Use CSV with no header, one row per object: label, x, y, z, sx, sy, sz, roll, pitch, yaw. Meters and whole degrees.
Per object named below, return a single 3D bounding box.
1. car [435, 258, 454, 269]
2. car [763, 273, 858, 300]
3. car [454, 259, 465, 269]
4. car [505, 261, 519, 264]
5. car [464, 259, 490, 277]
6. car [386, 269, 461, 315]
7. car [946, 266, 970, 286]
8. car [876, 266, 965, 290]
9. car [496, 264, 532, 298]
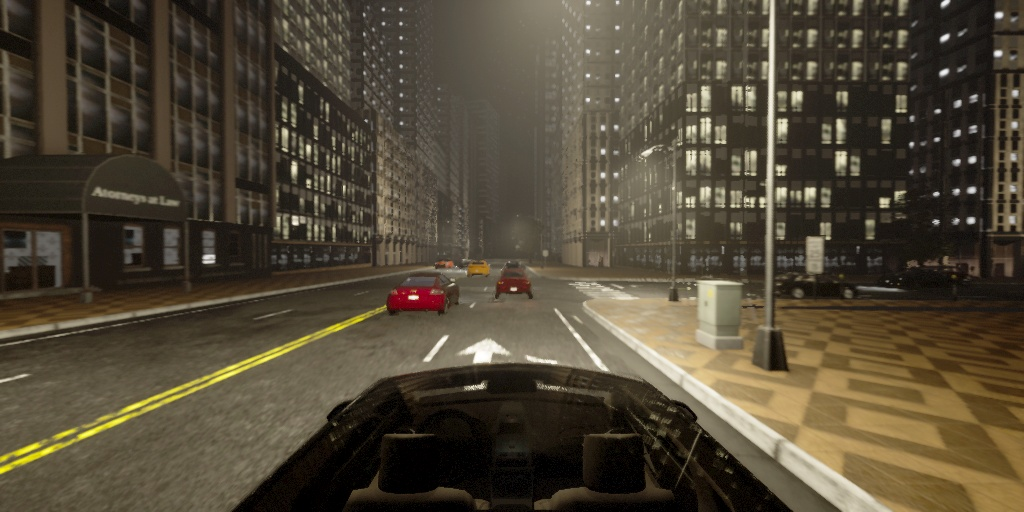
car,-9.826,1.082,52.155,2.097,1.767,4.553,0,0,0
car,15.906,1.570,19.195,4.403,1.370,2.007,0,0,-1
car,-6.579,1.222,52.073,2.128,1.511,4.902,0,0,0
car,0.082,1.299,40.440,1.994,1.385,4.181,0,0,0
car,-3.169,1.210,34.941,1.882,1.535,5.008,0,0,0
car,-3.155,1.325,13.489,1.994,1.385,4.181,0,-1,0
car,32.731,1.486,27.922,4.097,1.591,1.967,0,0,-1
car,28.404,1.610,25.250,4.181,1.385,1.994,1,1,-1
car,0.091,1.387,19.399,1.812,1.442,4.674,0,1,0
